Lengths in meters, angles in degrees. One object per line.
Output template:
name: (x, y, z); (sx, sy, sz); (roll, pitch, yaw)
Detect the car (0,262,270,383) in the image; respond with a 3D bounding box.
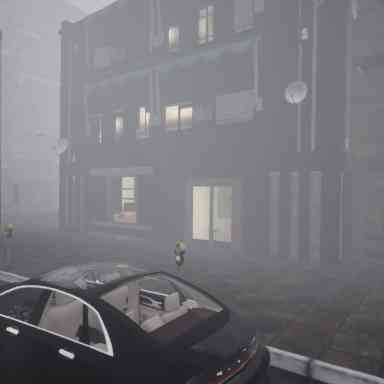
car: (-1.300, 1.550, 3.939); (4.403, 1.369, 2.008); (0, 1, 35)

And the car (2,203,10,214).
car: (-21.544, 1.623, 34.882); (2.008, 1.369, 4.403); (1, 0, 36)
